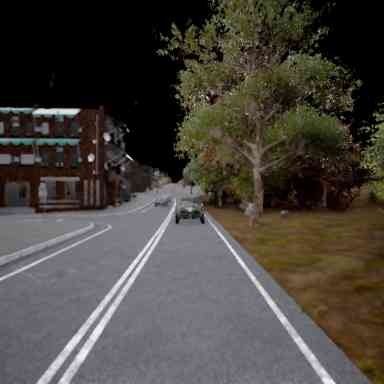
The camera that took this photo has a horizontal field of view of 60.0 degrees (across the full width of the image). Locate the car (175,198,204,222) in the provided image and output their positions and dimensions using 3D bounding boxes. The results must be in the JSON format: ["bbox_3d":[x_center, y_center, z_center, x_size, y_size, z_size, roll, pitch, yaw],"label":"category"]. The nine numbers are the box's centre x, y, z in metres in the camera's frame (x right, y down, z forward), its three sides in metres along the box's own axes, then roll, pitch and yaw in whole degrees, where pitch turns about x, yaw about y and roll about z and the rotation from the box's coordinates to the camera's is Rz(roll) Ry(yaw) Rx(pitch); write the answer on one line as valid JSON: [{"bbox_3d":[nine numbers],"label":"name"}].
[{"bbox_3d":[-0.199,1.318,25.717,2.097,1.767,4.553,0,0,-1],"label":"car"}]

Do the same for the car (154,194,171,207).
[{"bbox_3d":[-4.293,1.363,47.474,1.837,1.490,4.892,0,1,-2],"label":"car"}]

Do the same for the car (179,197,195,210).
[{"bbox_3d":[-0.717,1.439,43.855,2.033,1.411,5.357,0,0,-2],"label":"car"}]
